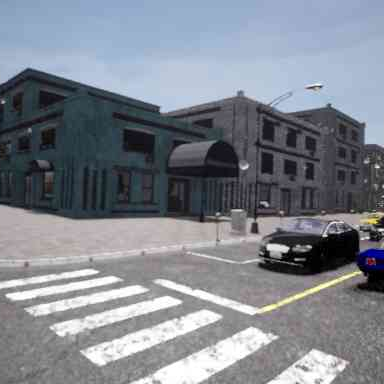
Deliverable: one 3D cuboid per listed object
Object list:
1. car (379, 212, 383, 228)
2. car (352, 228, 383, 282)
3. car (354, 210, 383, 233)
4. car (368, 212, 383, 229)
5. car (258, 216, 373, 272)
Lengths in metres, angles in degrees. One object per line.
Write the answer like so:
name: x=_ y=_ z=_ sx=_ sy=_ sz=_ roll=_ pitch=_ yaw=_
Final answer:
car: x=18.041 y=2.419 z=29.157 sx=1.802 sy=1.307 sz=4.206 roll=2 pitch=0 yaw=45
car: x=6.400 y=1.819 z=9.312 sx=1.895 sy=1.301 sz=4.718 roll=1 pitch=-1 yaw=45
car: x=14.034 y=2.180 z=25.105 sx=1.752 sy=1.417 sz=4.829 roll=2 pitch=0 yaw=45
car: x=11.840 y=2.040 z=19.197 sx=1.812 sy=1.442 sz=4.674 roll=1 pitch=-1 yaw=45
car: x=4.181 y=1.657 z=11.476 sx=2.128 sy=1.511 sz=4.902 roll=1 pitch=-1 yaw=45
